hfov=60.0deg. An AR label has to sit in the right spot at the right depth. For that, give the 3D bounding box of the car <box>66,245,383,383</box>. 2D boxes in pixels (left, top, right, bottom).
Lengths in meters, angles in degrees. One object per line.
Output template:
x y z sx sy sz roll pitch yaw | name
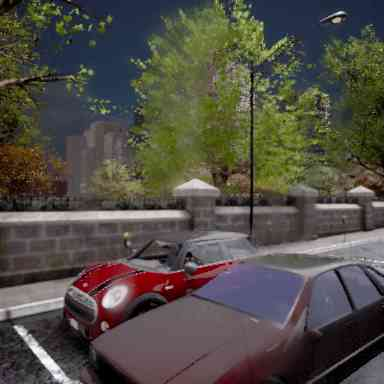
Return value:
1.360 1.625 4.579 5.357 1.411 2.033 1 -1 -40 | car

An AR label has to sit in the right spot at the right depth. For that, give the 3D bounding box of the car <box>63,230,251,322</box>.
-0.319 1.559 6.521 4.097 1.590 1.967 1 0 -40 | car
